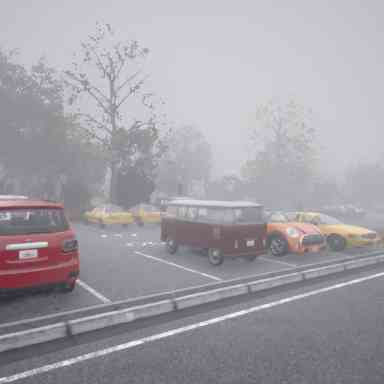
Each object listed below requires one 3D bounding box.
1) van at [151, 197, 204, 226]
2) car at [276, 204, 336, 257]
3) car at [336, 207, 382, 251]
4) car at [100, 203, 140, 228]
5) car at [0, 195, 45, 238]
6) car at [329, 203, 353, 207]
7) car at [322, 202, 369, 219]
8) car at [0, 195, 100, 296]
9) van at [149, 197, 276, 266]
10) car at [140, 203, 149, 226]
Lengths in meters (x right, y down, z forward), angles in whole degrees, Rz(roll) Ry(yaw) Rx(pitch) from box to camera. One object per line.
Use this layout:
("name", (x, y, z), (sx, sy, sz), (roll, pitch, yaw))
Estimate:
("van", (-1.181, 1.375, 25.392), (1.878, 1.987, 4.442), (1, -1, -36))
("car", (3.008, 1.417, 13.473), (2.185, 1.767, 4.553), (1, -1, -36))
("car", (5.500, 1.587, 15.001), (1.946, 1.575, 5.366), (1, -1, -36))
("car", (-5.787, 1.516, 22.447), (1.946, 1.575, 5.366), (1, 0, -36))
("car", (-10.299, 1.210, 18.934), (2.435, 2.045, 5.566), (0, 0, -36))
("car", (15.632, 2.190, 37.608), (2.002, 1.452, 4.674), (2, -1, -36))
("car", (18.181, 2.128, 39.500), (2.185, 1.767, 4.553), (2, -1, -35))
("car", (-4.474, 1.200, 8.071), (2.435, 2.045, 5.566), (1, 0, -36))
("van", (0.495, 1.280, 11.767), (1.878, 1.987, 4.442), (1, 0, -36))
("car", (-3.627, 1.553, 24.002), (1.946, 1.575, 5.366), (1, -1, -36))
